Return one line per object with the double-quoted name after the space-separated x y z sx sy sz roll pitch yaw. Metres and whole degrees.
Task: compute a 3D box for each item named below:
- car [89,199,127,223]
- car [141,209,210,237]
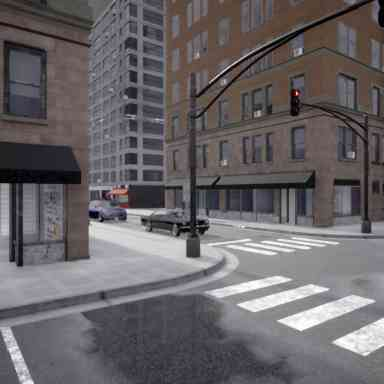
-7.042 1.461 27.133 2.097 1.767 4.553 0 0 -36 "car"
-1.046 1.665 18.813 1.895 1.301 4.718 0 0 -35 "car"
